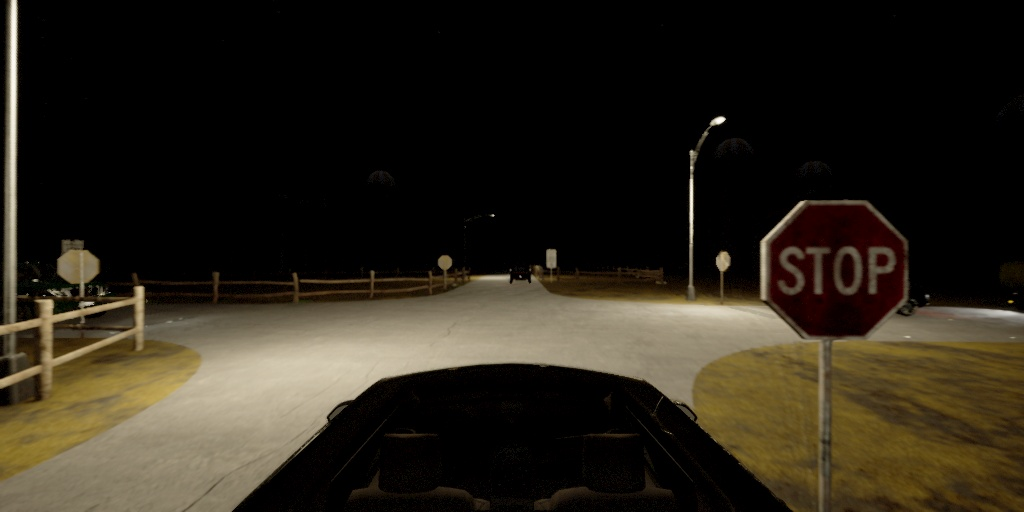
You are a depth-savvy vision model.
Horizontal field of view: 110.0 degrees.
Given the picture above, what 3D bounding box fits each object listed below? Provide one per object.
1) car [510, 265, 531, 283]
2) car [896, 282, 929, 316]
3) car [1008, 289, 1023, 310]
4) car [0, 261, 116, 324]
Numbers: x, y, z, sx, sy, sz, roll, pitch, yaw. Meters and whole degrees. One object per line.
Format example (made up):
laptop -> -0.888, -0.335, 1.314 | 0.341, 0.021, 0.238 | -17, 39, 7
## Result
car -> 0.805, 1.697, 34.076 | 1.882, 1.535, 5.008 | 0, -1, 1
car -> 12.887, 1.410, 13.819 | 4.902, 1.511, 2.128 | 0, 0, 1
car -> 21.920, 1.530, 13.600 | 4.181, 1.385, 1.994 | 0, 0, 1
car -> -16.356, 1.183, 11.586 | 5.566, 2.045, 2.150 | -1, 0, 1
